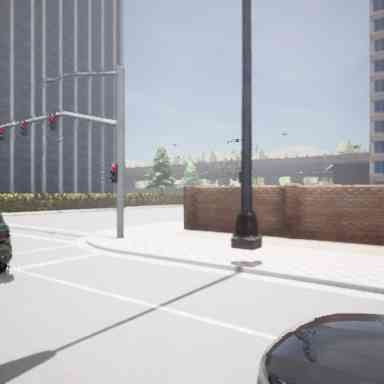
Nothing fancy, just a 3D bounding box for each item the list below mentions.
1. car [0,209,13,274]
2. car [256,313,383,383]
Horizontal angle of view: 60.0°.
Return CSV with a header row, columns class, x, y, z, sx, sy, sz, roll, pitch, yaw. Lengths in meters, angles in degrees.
class,x,y,z,sx,sy,sz,roll,pitch,yaw
car,-7.064,1.221,9.536,5.566,2.045,2.150,0,0,43
car,2.782,1.506,2.004,4.892,1.490,1.837,0,0,35
